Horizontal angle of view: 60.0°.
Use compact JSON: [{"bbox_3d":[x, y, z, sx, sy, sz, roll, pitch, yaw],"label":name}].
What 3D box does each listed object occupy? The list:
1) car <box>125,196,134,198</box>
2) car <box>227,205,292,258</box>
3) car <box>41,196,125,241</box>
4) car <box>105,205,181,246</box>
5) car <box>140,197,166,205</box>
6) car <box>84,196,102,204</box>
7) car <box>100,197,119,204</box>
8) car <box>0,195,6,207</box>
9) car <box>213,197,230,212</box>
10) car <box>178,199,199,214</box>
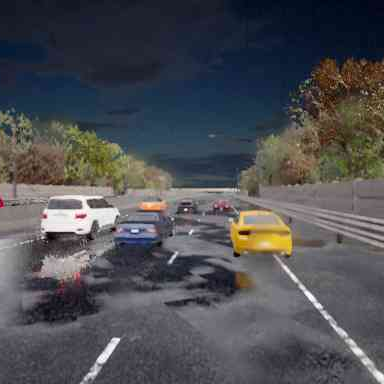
[{"bbox_3d":[-12.161,1.521,63.676,2.033,1.411,5.357,0,0,5],"label":"car"},{"bbox_3d":[2.469,1.467,12.765,1.882,1.535,5.008,0,0,5],"label":"car"},{"bbox_3d":[-5.354,1.205,16.766,2.150,2.045,5.566,0,0,5],"label":"car"},{"bbox_3d":[-1.971,1.533,15.194,2.033,1.411,5.357,0,0,5],"label":"car"},{"bbox_3d":[-3.930,1.330,34.025,2.097,1.767,4.553,0,0,4],"label":"car"},{"bbox_3d":[-19.124,1.533,64.274,1.994,1.385,4.181,0,0,5],"label":"car"},{"bbox_3d":[-15.686,1.572,63.457,1.895,1.301,4.718,0,0,5],"label":"car"},{"bbox_3d":[-15.546,1.198,23.373,2.150,2.045,5.566,0,0,5],"label":"car"},{"bbox_3d":[3.415,1.577,38.498,1.895,1.301,4.718,0,0,5],"label":"car"},{"bbox_3d":[-0.383,1.478,34.499,1.837,1.490,4.892,0,-1,5],"label":"car"}]
